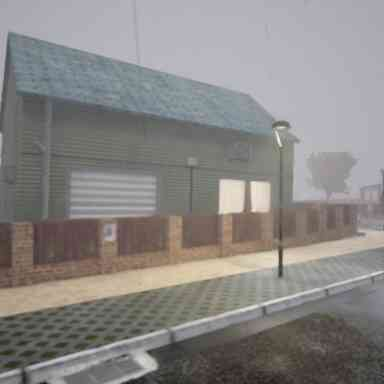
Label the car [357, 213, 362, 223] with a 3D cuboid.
[{"bbox_3d":[10.246,1.657,25.242,2.128,1.511,4.902,2,-1,-34],"label":"car"}]

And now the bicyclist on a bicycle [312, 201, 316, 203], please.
[{"bbox_3d":[12.109,1.672,33.025,1.656,1.620,0.582,2,-1,-34],"label":"bicyclist on a bicycle"}]
